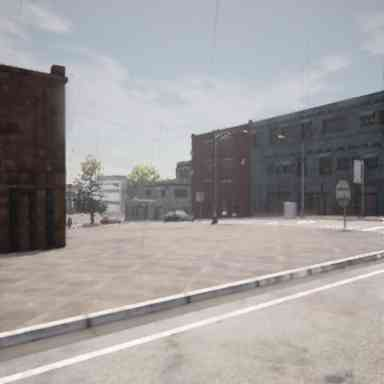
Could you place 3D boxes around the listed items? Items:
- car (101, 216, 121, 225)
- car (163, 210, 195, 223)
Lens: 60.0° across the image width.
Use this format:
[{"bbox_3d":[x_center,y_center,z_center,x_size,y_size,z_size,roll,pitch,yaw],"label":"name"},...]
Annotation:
[{"bbox_3d":[-12.953,4.537,52.757,1.812,1.442,4.674,0,-5,-37],"label":"car"},{"bbox_3d":[-1.573,2.793,37.196,1.812,1.442,4.674,0,-5,-37],"label":"car"}]
